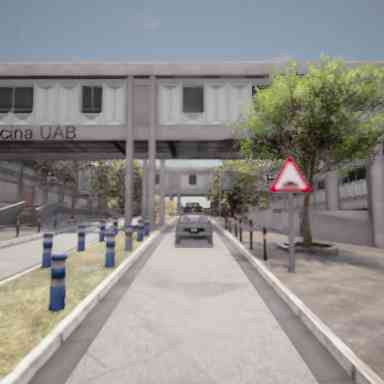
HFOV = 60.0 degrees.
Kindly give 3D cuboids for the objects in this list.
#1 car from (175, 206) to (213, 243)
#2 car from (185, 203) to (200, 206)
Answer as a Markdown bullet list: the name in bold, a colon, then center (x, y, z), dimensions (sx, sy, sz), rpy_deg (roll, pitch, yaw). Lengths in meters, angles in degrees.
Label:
- **car**: center (0.093, 1.733, 17.368), dimensions (2.033, 1.411, 5.357), rpy_deg (0, 0, 0)
- **car**: center (0.085, 2.322, 40.246), dimensions (2.150, 2.045, 5.566), rpy_deg (0, -3, 0)
